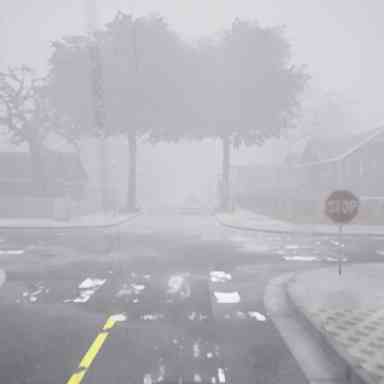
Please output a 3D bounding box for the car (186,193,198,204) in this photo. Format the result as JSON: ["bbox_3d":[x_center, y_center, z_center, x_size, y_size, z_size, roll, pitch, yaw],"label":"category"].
[{"bbox_3d":[0.008,1.256,57.577,1.994,1.385,4.181,0,0,0],"label":"car"}]

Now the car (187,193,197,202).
[{"bbox_3d":[0.009,1.009,67.595,2.097,1.767,4.553,0,0,0],"label":"car"}]
